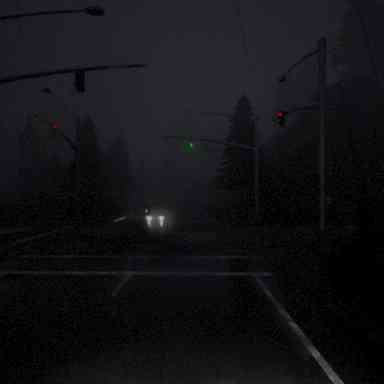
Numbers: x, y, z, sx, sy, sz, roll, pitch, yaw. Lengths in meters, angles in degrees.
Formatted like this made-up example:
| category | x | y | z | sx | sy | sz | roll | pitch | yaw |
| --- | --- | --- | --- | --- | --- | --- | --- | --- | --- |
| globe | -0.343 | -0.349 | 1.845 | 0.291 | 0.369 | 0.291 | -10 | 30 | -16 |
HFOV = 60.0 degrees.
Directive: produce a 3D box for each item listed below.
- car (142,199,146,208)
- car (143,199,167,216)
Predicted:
| category | x | y | z | sx | sy | sz | roll | pitch | yaw |
| --- | --- | --- | --- | --- | --- | --- | --- | --- | --- |
| car | -7.271 | 1.925 | 55.988 | 1.812 | 1.442 | 4.674 | 0 | 0 | -20 |
| car | -3.770 | 1.808 | 36.483 | 2.033 | 1.411 | 5.357 | 0 | 0 | -1 |
